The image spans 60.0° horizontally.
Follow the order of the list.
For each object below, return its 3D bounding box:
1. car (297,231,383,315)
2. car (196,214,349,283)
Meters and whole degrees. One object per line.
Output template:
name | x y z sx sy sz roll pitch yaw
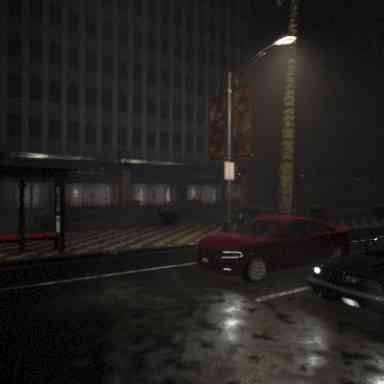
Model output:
car | 4.583 1.585 6.884 4.718 1.301 1.895 0 0 -32
car | 2.450 1.427 9.603 5.008 1.535 1.882 0 0 -32
